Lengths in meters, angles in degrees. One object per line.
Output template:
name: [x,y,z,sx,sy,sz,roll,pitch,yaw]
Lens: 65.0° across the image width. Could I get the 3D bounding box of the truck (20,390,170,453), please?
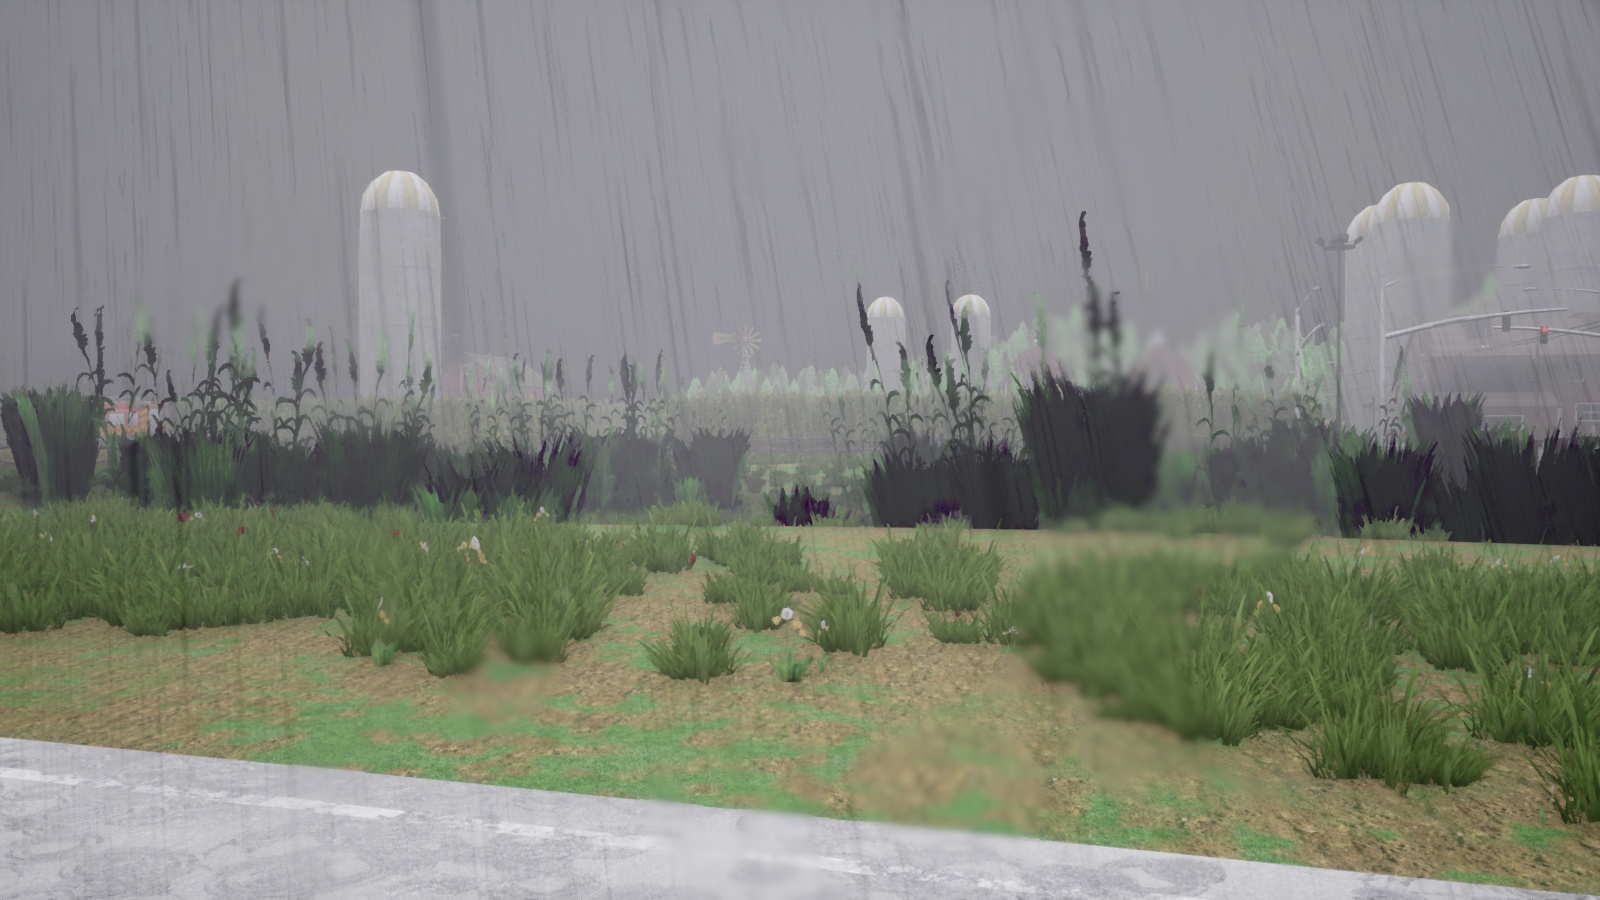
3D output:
truck: [-44.374,-1.775,79.081,8.468,3.827,2.891,0,1,12]
